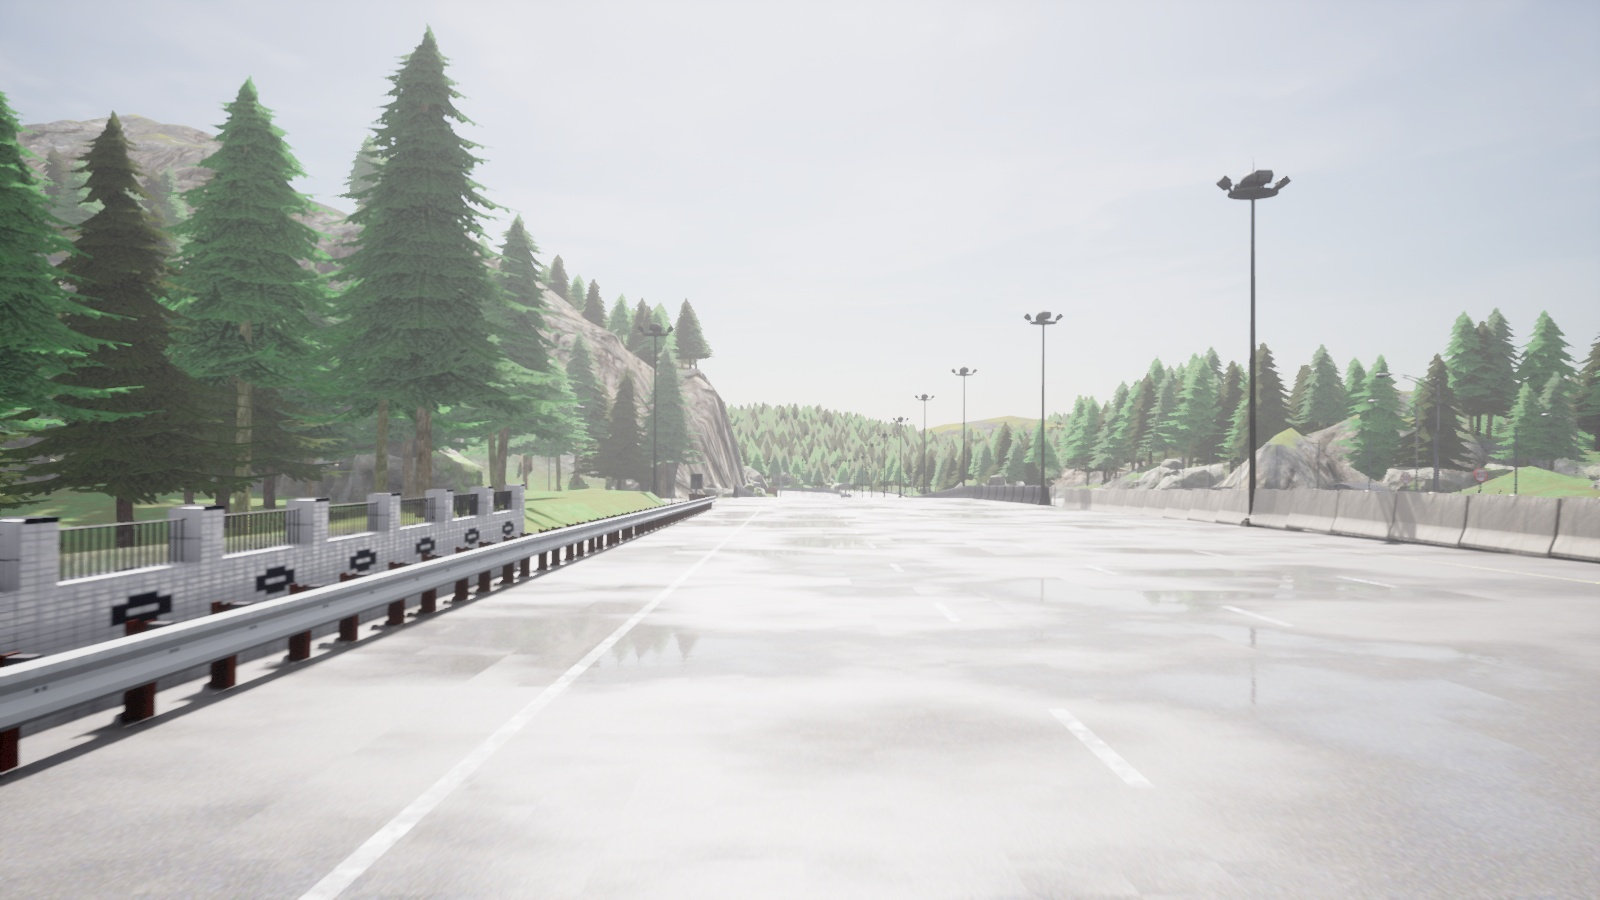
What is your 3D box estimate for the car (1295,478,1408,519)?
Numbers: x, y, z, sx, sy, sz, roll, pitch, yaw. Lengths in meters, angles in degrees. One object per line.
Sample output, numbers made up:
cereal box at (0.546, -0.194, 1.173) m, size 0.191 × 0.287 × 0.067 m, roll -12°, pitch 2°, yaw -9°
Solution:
car at (20.876, 1.812, 47.824) m, size 2.163 × 1.488 × 4.792 m, roll 0°, pitch -1°, yaw 0°
